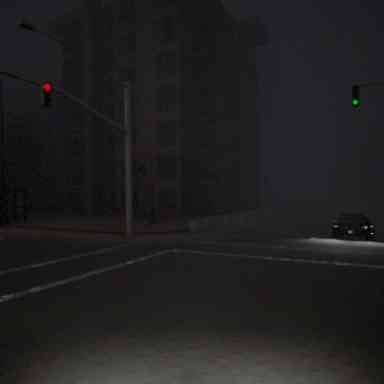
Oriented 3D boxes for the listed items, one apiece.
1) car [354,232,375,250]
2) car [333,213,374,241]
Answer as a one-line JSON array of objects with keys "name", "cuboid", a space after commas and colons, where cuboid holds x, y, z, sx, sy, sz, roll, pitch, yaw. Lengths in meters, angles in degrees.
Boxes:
[{"name": "car", "cuboid": [18.599, 5.272, 35.693, 1.812, 1.442, 4.674, -1, -13, 30]}, {"name": "car", "cuboid": [9.357, 1.963, 19.314, 1.812, 1.442, 4.674, -1, -5, 29]}]
